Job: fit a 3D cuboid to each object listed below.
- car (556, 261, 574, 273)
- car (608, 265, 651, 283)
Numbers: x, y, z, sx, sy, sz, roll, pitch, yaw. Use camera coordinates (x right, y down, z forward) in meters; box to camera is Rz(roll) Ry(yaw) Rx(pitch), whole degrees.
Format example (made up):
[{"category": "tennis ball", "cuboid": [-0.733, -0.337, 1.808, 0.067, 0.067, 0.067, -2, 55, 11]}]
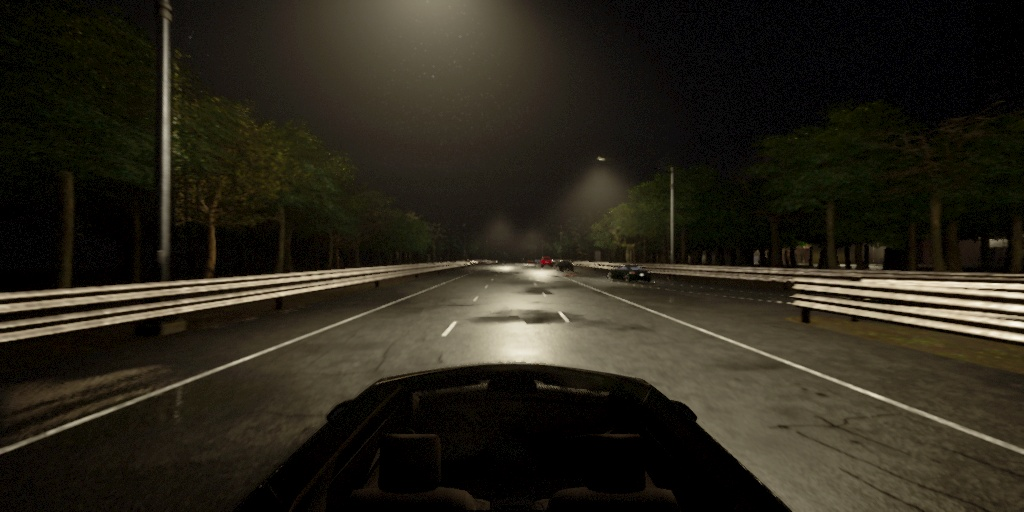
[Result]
[{"category": "car", "cuboid": [7.136, 1.430, 48.857, 1.837, 1.490, 4.892, 0, 0, -2]}, {"category": "car", "cuboid": [9.739, 1.449, 30.005, 1.994, 1.385, 4.181, 0, 0, -12]}]
